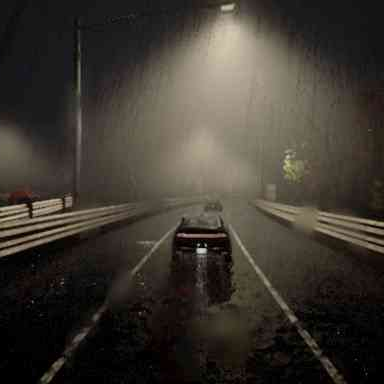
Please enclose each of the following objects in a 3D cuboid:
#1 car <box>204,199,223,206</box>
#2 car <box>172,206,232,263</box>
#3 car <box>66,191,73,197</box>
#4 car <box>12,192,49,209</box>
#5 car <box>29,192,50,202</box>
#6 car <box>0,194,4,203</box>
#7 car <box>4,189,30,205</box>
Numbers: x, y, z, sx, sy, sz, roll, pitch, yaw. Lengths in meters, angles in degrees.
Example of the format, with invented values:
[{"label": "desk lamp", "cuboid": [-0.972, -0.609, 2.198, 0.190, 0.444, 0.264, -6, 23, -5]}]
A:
[{"label": "car", "cuboid": [2.499, 1.500, 38.194, 1.994, 1.385, 4.181, 0, 0, 7]}, {"label": "car", "cuboid": [0.364, 1.475, 11.956, 2.128, 1.511, 4.902, 0, 0, 2]}, {"label": "car", "cuboid": [-23.241, 0.632, 65.055, 2.097, 1.767, 4.553, 0, 0, -11]}, {"label": "car", "cuboid": [-17.361, 1.019, 36.103, 2.128, 1.511, 4.902, 0, 0, -11]}, {"label": "car", "cuboid": [-24.660, 0.843, 53.983, 2.128, 1.511, 4.902, 0, 0, -11]}, {"label": "car", "cuboid": [-26.868, 0.931, 47.739, 2.033, 1.411, 5.357, 0, 0, -11]}, {"label": "car", "cuboid": [-22.583, 0.655, 44.235, 2.150, 2.045, 5.566, 0, 0, -11]}]
